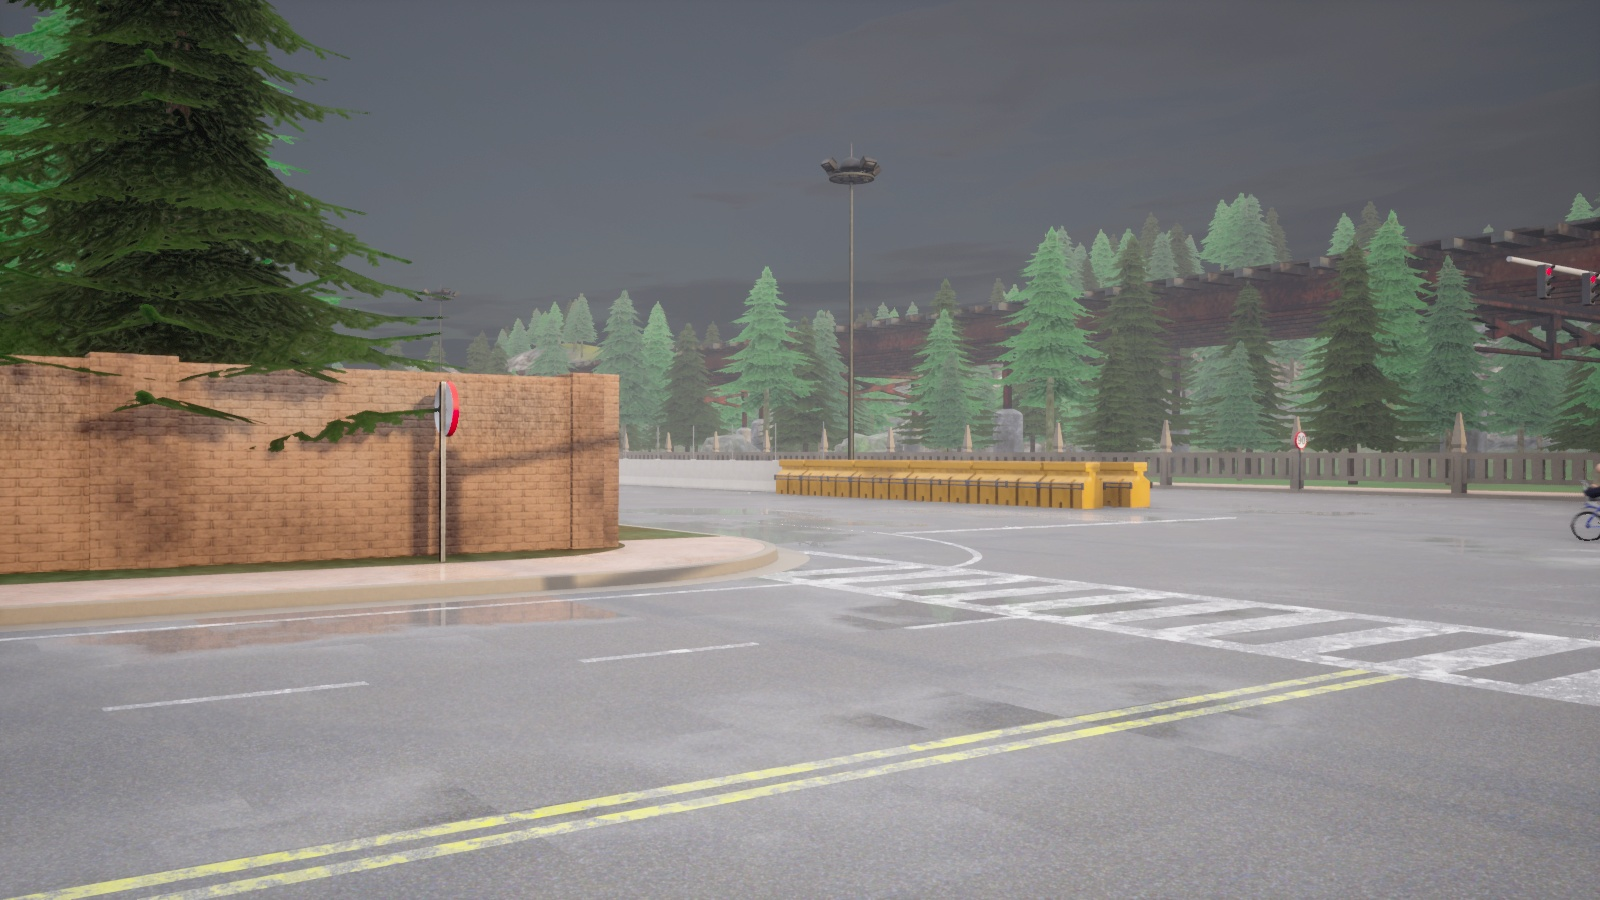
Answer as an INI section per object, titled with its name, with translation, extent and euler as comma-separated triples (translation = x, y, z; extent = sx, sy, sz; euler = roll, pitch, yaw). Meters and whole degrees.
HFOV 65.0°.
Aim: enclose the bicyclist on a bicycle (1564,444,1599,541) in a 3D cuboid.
[bicyclist on a bicycle]
translation = 13.813, 0.704, 21.039
extent = 0.866, 1.612, 1.509
euler = 0, 0, -35
